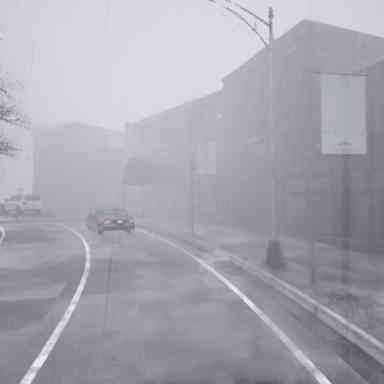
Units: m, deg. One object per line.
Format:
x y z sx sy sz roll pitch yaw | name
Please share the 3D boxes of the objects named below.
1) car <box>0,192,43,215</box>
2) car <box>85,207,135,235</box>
-17.592 1.283 34.391 5.566 2.045 2.150 0 -1 38 | car
-4.845 1.575 19.236 2.033 1.411 5.357 0 0 -27 | car
